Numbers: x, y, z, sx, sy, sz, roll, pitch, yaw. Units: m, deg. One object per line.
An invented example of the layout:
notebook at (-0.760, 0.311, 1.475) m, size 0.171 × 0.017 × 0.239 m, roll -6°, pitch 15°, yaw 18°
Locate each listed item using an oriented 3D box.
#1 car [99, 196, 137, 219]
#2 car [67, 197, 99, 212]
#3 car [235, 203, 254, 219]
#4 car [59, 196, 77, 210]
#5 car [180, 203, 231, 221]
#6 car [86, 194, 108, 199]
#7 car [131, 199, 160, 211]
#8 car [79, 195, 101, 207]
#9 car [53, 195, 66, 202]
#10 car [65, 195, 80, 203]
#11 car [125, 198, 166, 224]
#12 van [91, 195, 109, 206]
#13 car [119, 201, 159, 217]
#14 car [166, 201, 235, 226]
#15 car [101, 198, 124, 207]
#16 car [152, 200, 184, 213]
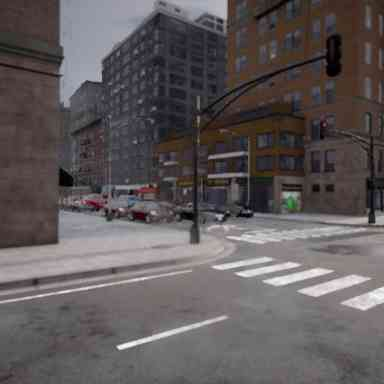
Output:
car at (-6.204, 1.449, 29.163) m, size 1.967 × 1.590 × 4.097 m, roll 0°, pitch 0°, yaw -35°
car at (-12.575, 1.592, 38.157) m, size 1.802 × 1.307 × 4.206 m, roll 0°, pitch 0°, yaw -35°
car at (3.529, 1.625, 29.303) m, size 1.947 × 1.339 × 4.313 m, roll 0°, pitch 0°, yaw -35°
car at (-15.760, 1.563, 42.654) m, size 2.008 × 1.369 × 4.403 m, roll 0°, pitch 0°, yaw -35°
car at (1.062, 1.644, 28.422) m, size 1.895 × 1.301 × 4.718 m, roll 0°, pitch 0°, yaw -35°
car at (-11.256, 1.247, 40.715) m, size 2.150 × 2.045 × 5.566 m, roll 0°, pitch 0°, yaw -35°
car at (-6.026, 1.625, 42.795) m, size 1.947 × 1.339 × 4.313 m, roll 0°, pitch 0°, yaw -35°
car at (-16.174, 1.402, 52.653) m, size 2.097 × 1.767 × 4.553 m, roll 0°, pitch 0°, yaw -35°
car at (-31.506, 1.538, 78.774) m, size 1.967 × 1.590 × 4.097 m, roll 0°, pitch 0°, yaw -35°
car at (-25.136, 1.526, 69.778) m, size 1.967 × 1.590 × 4.097 m, roll 0°, pitch 0°, yaw -35°
car at (-3.019, 1.450, 24.666) m, size 1.967 × 1.590 × 4.097 m, roll 0°, pitch 0°, yaw -35°
van at (-15.580, 1.410, 56.287) m, size 1.690 × 1.788 × 3.998 m, roll 0°, pitch 0°, yaw -35°
car at (-5.225, 1.625, 32.166) m, size 1.895 × 1.301 × 4.718 m, roll 0°, pitch 0°, yaw -35°
car at (0.462, 1.518, 24.141) m, size 2.128 × 1.511 × 4.902 m, roll 0°, pitch 0°, yaw -35°
car at (-12.396, 1.615, 51.789) m, size 2.008 × 1.369 × 4.403 m, roll 0°, pitch 0°, yaw -35°
car at (-2.841, 1.640, 38.298) m, size 1.802 × 1.307 × 4.206 m, roll 0°, pitch 0°, yaw -35°
